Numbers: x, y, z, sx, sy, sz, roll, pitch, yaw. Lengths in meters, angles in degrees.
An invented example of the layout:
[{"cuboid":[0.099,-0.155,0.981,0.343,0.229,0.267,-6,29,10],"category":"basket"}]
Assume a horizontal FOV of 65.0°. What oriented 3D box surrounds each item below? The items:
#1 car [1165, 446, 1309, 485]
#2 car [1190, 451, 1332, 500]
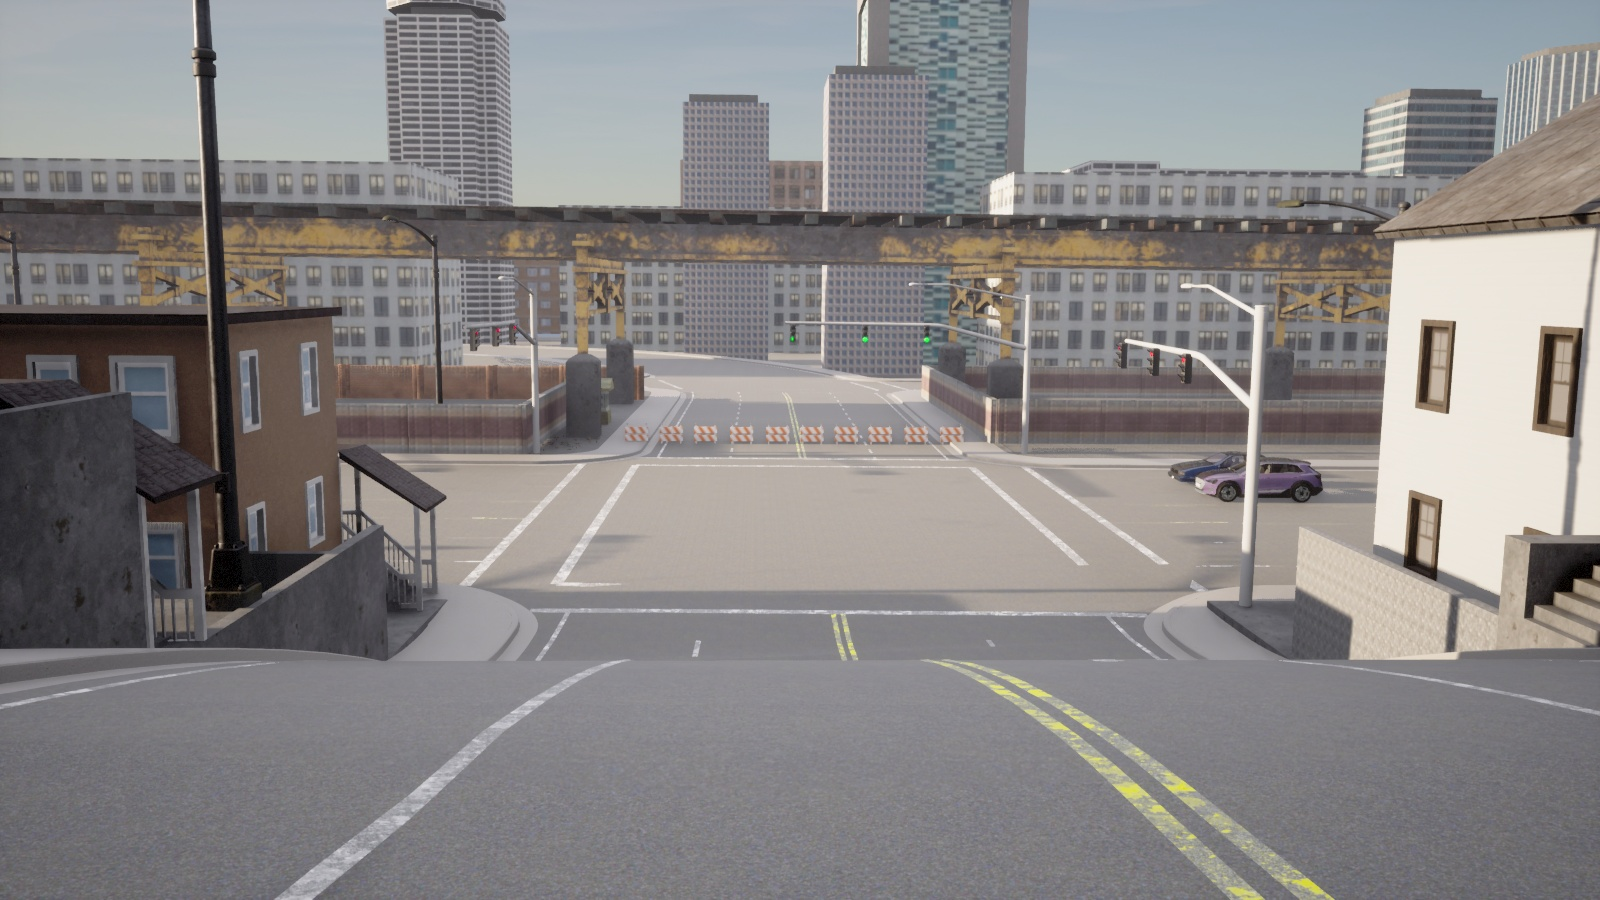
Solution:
[{"cuboid":[18.594,0.645,53.627,5.357,1.411,2.033,0,8,0],"category":"car"},{"cuboid":[18.329,0.991,50.137,4.856,1.649,2.033,0,8,0],"category":"car"}]
